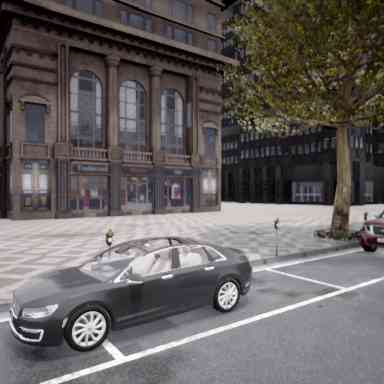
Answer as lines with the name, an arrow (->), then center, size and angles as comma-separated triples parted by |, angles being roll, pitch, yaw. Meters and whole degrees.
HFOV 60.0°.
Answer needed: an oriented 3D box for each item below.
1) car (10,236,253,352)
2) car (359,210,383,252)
car -> -0.819, 1.550, 6.064 | 4.403, 1.369, 2.008 | 0, 0, -35
car -> 8.425, 1.314, 12.657 | 5.009, 1.841, 2.192 | 0, 0, -35
